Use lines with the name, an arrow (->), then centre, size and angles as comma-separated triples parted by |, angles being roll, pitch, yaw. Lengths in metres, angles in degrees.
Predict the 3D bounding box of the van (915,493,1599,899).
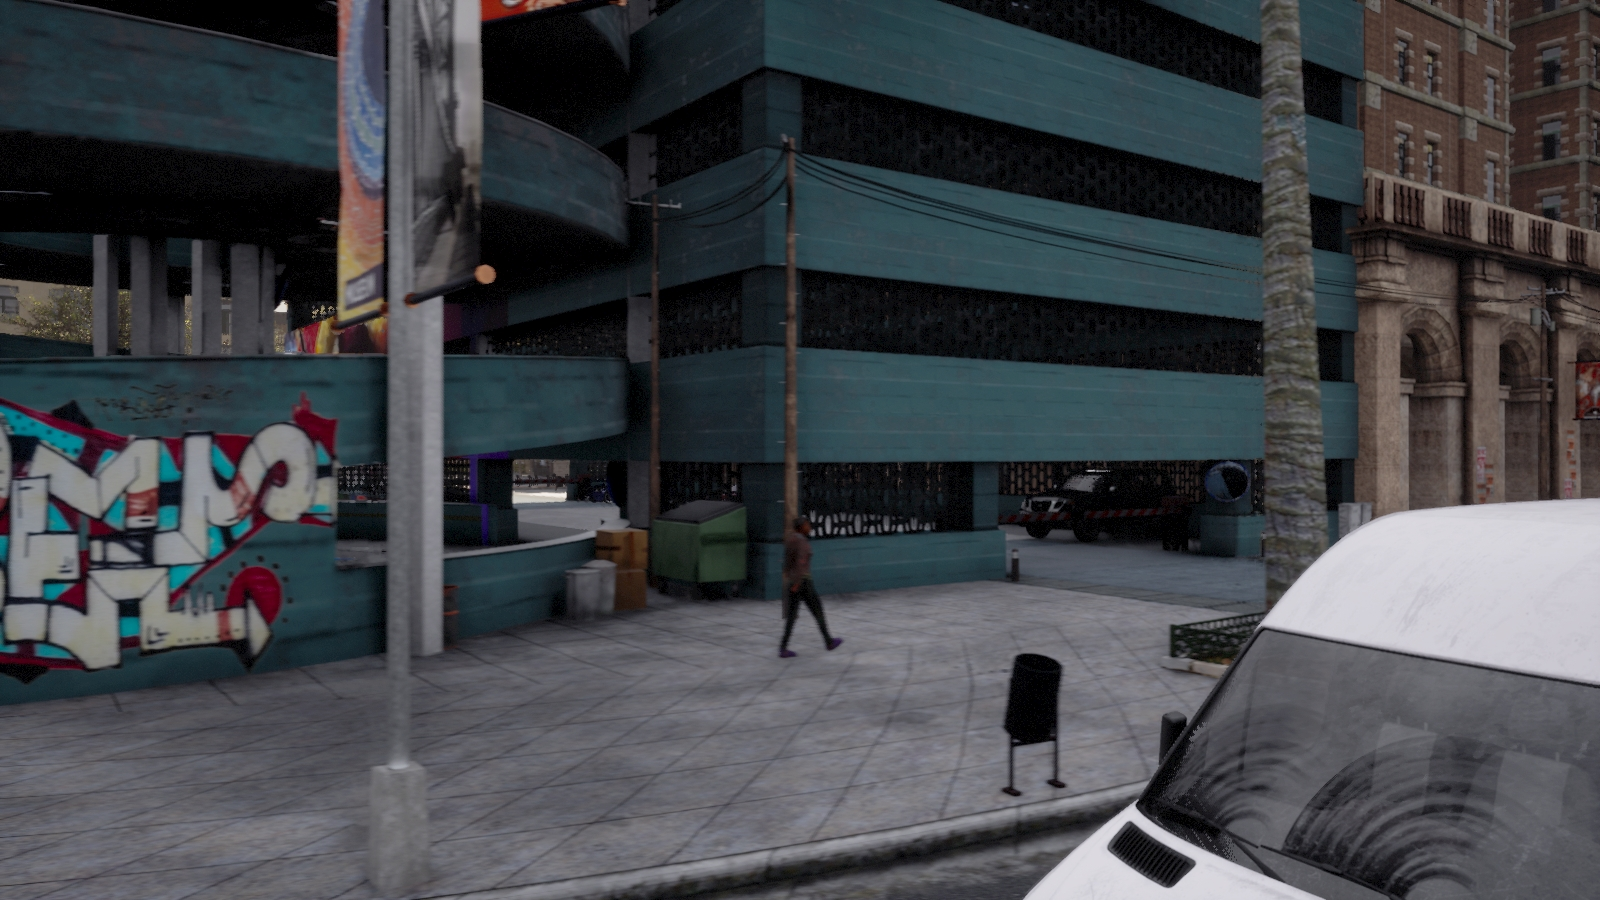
van -> 3.506, 1.536, 4.857 | 5.915, 2.561, 1.988 | 0, 0, -29

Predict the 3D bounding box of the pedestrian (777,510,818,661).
pedestrian -> -0.030, 1.703, 14.498 | 0.375, 1.860, 0.375 | 0, 0, -33

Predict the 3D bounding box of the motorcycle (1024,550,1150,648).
motorcycle -> 4.303, 2.189, 17.099 | 1.805, 1.236, 0.856 | 0, 0, -35
